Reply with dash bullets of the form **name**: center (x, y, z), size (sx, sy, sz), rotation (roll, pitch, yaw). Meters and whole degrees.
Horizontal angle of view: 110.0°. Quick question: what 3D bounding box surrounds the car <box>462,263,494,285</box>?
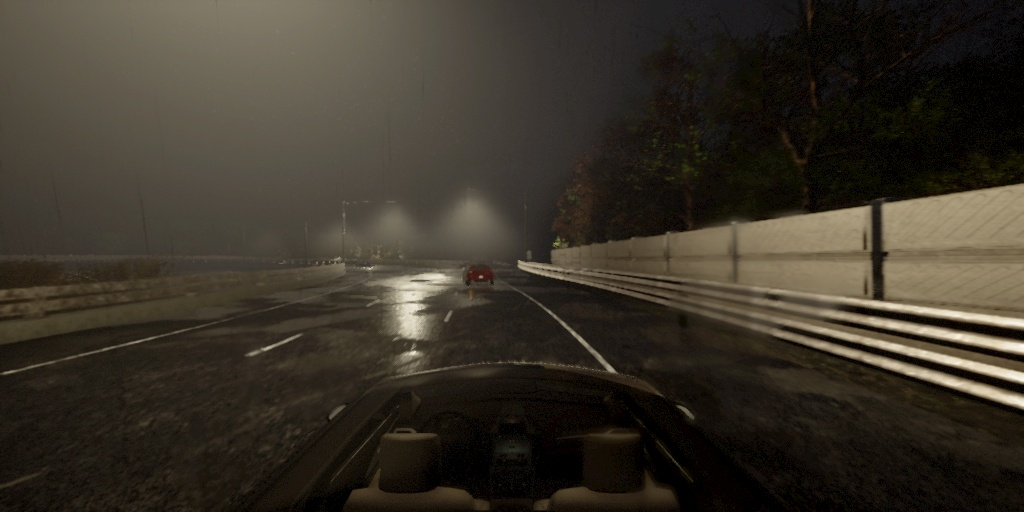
- **car**: center (-2.555, 1.259, 26.241), size (1.882, 1.535, 5.008), rotation (0, 0, -12)
